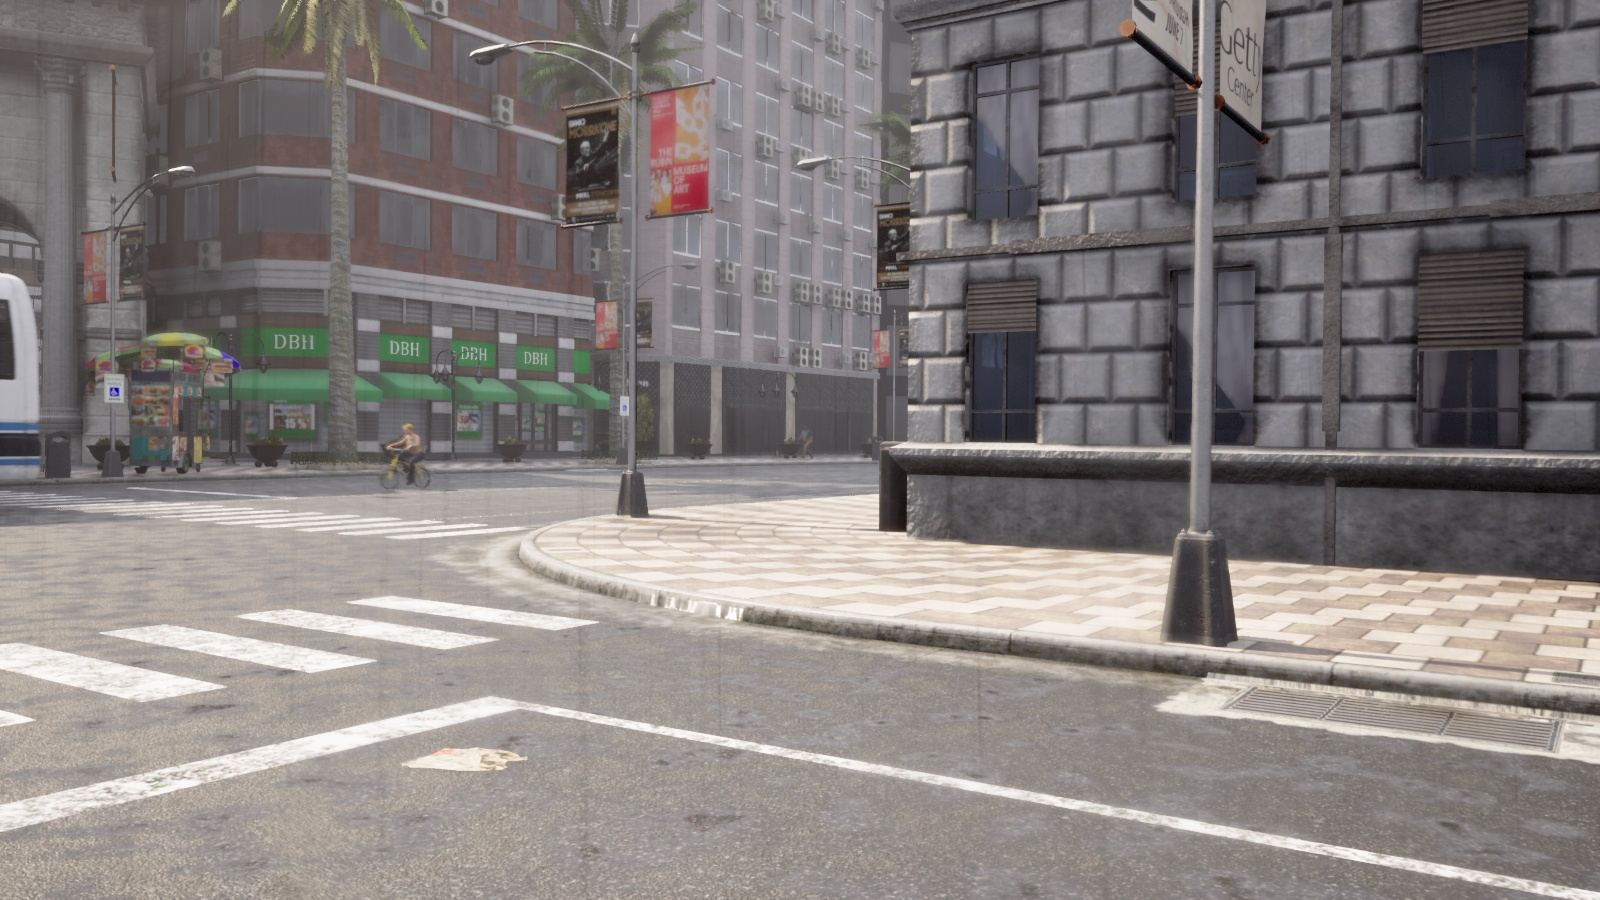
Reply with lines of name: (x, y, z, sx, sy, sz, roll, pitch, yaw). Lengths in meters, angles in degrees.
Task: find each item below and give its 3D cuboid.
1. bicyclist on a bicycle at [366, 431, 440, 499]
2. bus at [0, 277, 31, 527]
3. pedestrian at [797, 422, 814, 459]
bicyclist on a bicycle: (-9.704, 0.336, 30.734, 0.866, 1.612, 1.509, 0, 1, 34)
bus: (-17.886, -0.738, 18.628, 3.944, 4.253, 10.273, 0, 1, 34)
pedestrian: (0.276, -0.468, 62.535, 0.540, 1.848, 0.694, 0, 1, 44)
